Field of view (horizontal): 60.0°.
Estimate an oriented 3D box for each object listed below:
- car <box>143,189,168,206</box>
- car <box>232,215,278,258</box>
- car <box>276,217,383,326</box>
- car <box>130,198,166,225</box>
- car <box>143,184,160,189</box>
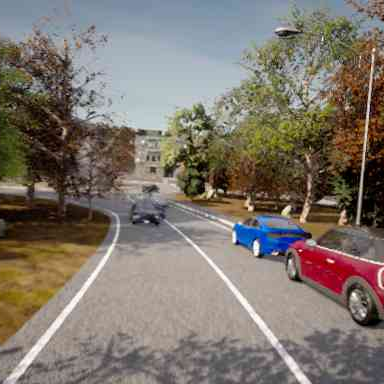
[{"bbox_3d":[-4.150,0.818,38.283,1.812,1.442,4.674,2,4,-20],"label":"car"},{"bbox_3d":[3.104,1.710,13.921,1.882,1.535,5.008,2,0,-9],"label":"car"},{"bbox_3d":[3.898,1.586,7.795,2.097,1.767,4.553,3,0,-6],"label":"car"},{"bbox_3d":[-3.467,1.451,23.897,2.033,1.411,5.357,2,1,-13],"label":"car"},{"bbox_3d":[-6.773,-0.600,55.759,1.837,1.490,4.892,3,5,12],"label":"car"}]
